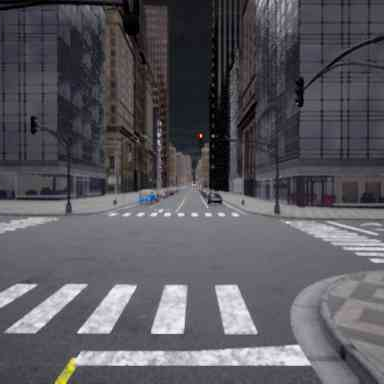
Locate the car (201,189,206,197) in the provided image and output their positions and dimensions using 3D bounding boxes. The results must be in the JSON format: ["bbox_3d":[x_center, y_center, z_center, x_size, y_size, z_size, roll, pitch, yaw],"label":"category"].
[{"bbox_3d":[2.961,0.526,58.966,1.802,1.307,4.206,0,1,0],"label":"car"}]

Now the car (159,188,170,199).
[{"bbox_3d":[-5.563,0.384,59.012,1.967,1.590,4.097,0,1,0],"label":"car"}]

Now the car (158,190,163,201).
[{"bbox_3d":[-5.631,0.736,47.719,1.802,1.307,4.206,0,1,0],"label":"car"}]

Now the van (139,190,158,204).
[{"bbox_3d":[-5.663,0.599,42.067,1.690,1.788,3.998,0,1,0],"label":"van"}]

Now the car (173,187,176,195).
[{"bbox_3d":[-5.462,-0.068,75.953,2.192,1.841,5.009,0,1,0],"label":"car"}]

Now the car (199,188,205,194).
[{"bbox_3d":[3.028,0.272,70.261,1.887,1.381,4.507,0,1,0],"label":"car"}]

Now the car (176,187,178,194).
[{"bbox_3d":[-5.396,-0.061,87.252,1.887,1.381,4.507,0,1,0],"label":"car"}]

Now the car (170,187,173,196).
[{"bbox_3d":[-5.529,0.151,64.658,2.192,1.841,5.009,0,1,0],"label":"car"}]

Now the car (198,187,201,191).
[{"bbox_3d":[3.129,-0.023,87.206,1.802,1.307,4.206,0,1,0],"label":"car"}]

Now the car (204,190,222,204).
[{"bbox_3d":[2.861,0.824,42.021,1.947,1.339,4.313,0,1,0],"label":"car"}]

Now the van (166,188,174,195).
[{"bbox_3d":[-5.428,-0.153,81.601,1.690,1.788,3.998,0,1,0],"label":"van"}]
